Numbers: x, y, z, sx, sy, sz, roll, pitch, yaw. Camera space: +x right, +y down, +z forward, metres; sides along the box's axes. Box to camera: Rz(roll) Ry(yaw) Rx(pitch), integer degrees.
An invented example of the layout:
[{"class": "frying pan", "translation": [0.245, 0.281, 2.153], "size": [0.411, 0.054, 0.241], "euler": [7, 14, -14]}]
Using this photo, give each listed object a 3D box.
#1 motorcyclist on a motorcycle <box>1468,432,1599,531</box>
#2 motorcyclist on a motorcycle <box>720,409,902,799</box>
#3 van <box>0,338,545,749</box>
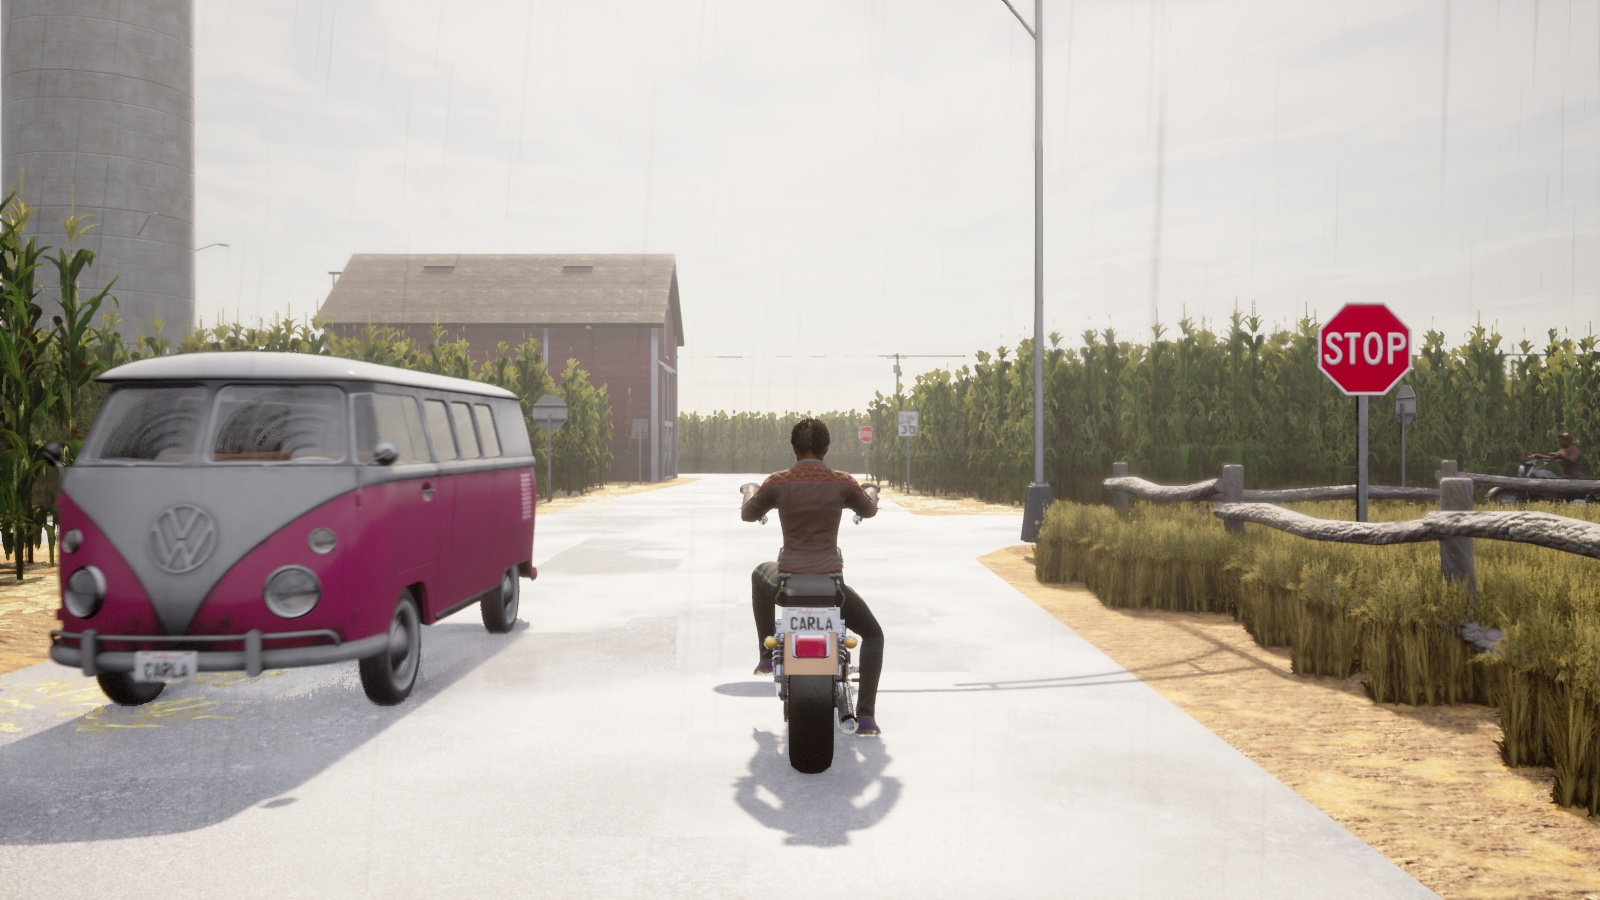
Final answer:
[{"class": "motorcyclist on a motorcycle", "translation": [12.783, 0.529, 21.436], "size": [2.350, 1.649, 0.766], "euler": [0, 0, 1]}, {"class": "motorcyclist on a motorcycle", "translation": [0.053, 0.647, 6.489], "size": [0.766, 1.649, 2.350], "euler": [0, 0, 0]}, {"class": "van", "translation": [-3.036, 0.430, 8.294], "size": [1.775, 1.987, 4.442], "euler": [0, 1, 0]}]
